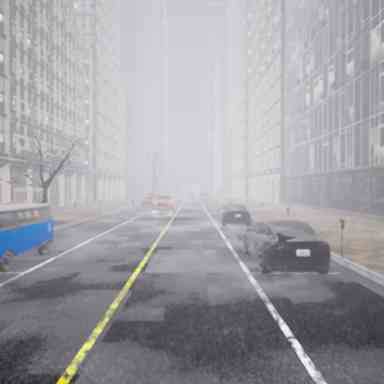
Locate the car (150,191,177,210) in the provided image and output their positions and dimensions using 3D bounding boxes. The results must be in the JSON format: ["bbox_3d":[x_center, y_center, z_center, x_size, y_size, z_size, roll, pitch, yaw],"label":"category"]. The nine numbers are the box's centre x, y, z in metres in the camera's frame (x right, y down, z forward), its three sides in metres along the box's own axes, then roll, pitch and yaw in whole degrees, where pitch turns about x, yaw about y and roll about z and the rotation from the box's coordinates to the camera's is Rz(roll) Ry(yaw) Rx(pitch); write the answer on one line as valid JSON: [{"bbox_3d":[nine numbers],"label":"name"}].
[{"bbox_3d":[-3.089,1.057,37.064,2.097,1.767,4.553,0,0,0],"label":"car"}]

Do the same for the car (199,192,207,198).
[{"bbox_3d":[2.699,0.802,84.357,1.752,1.417,4.829,0,1,0],"label":"car"}]

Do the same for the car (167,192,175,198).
[{"bbox_3d":[-5.681,0.749,89.719,1.752,1.417,4.829,0,1,0],"label":"car"}]

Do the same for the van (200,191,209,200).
[{"bbox_3d":[2.696,0.727,72.789,1.690,1.788,3.998,0,1,0],"label":"van"}]

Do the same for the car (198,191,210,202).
[{"bbox_3d":[2.358,0.944,61.816,1.801,1.575,5.366,0,1,0],"label":"car"}]

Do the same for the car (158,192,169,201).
[{"bbox_3d":[-5.685,0.879,67.096,1.967,1.590,4.097,0,1,0],"label":"car"}]

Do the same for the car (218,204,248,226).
[{"bbox_3d":[2.689,1.397,21.507,1.947,1.339,4.313,0,0,0],"label":"car"}]

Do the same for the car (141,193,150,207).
[{"bbox_3d":[-5.688,1.188,44.304,1.887,1.381,4.507,0,0,0],"label":"car"}]

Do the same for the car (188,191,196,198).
[{"bbox_3d":[0.010,0.784,79.643,1.895,1.301,4.718,0,1,0],"label":"car"}]

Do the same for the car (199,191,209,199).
[{"bbox_3d":[2.697,0.647,78.487,2.192,1.841,5.009,0,1,0],"label":"car"}]

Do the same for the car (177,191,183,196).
[{"bbox_3d":[-2.990,0.505,79.237,1.882,1.535,5.008,0,1,0],"label":"car"}]

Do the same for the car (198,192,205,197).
[{"bbox_3d":[2.701,0.715,95.587,2.008,1.369,4.403,0,1,0],"label":"car"}]

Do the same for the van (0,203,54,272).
[{"bbox_3d":[-5.694,1.263,10.115,1.690,1.788,3.998,0,0,0],"label":"van"}]

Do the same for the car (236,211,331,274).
[{"bbox_3d":[2.688,1.487,10.111,1.947,1.339,4.313,0,0,0],"label":"car"}]

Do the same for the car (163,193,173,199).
[{"bbox_3d":[-5.683,0.883,78.493,2.008,1.369,4.403,0,1,0],"label":"car"}]
